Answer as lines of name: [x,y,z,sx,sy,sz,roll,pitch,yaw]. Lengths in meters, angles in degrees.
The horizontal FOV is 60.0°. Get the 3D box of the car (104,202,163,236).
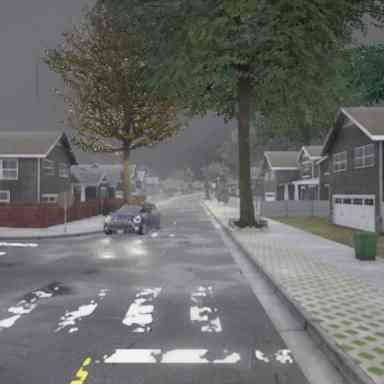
car: [-3.171,1.391,18.742,2.097,1.767,4.553,0,0,11]
